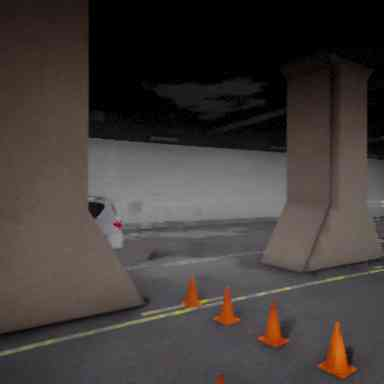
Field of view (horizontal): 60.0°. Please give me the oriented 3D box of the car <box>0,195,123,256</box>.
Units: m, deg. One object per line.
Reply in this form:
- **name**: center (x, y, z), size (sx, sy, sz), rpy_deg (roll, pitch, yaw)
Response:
- **car**: center (-5.750, 1.158, 13.085), size (5.566, 2.045, 2.150), rpy_deg (0, 0, -33)

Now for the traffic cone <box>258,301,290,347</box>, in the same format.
- **traffic cone**: center (1.233, 1.940, 5.012), size (0.340, 0.580, 0.340), rpy_deg (0, 0, -38)

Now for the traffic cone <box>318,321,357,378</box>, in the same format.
- **traffic cone**: center (1.845, 1.944, 4.222), size (0.340, 0.580, 0.340), rpy_deg (0, 0, -38)

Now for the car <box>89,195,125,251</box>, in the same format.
- **car**: center (-4.728, 1.173, 9.559), size (5.566, 2.045, 2.150), rpy_deg (0, 0, -34)

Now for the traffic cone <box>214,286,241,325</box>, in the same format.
- **traffic cone**: center (0.621, 1.935, 5.803), size (0.340, 0.580, 0.340), rpy_deg (0, 0, -38)

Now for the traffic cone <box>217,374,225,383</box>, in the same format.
- **traffic cone**: center (0.263, 1.944, 2.998), size (0.340, 0.580, 0.340), rpy_deg (0, 0, -38)

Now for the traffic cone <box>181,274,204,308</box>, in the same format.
- **traffic cone**: center (0.009, 1.931, 6.594), size (0.340, 0.580, 0.340), rpy_deg (0, 0, -38)
